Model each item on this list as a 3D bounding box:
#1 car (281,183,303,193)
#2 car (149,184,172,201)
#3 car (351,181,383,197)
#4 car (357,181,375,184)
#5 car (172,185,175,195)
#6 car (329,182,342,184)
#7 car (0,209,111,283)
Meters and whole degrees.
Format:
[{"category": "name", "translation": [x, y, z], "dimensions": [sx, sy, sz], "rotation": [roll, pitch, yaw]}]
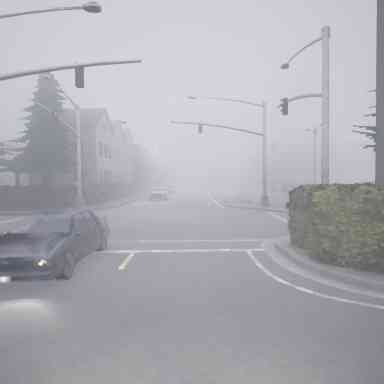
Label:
[{"category": "car", "translation": [15.266, -0.542, 52.112], "dimensions": [2.007, 1.523, 4.514], "rotation": [-1, 2, 0]}, {"category": "car", "translation": [-3.717, 0.140, 37.804], "dimensions": [1.882, 1.535, 5.008], "rotation": [-1, 2, 0]}, {"category": "car", "translation": [22.259, -0.469, 42.135], "dimensions": [1.932, 1.855, 4.605], "rotation": [-1, 2, 0]}, {"category": "car", "translation": [19.015, -0.182, 34.254], "dimensions": [1.905, 1.878, 3.866], "rotation": [-1, 2, 0]}, {"category": "car", "translation": [-3.740, -0.444, 51.037], "dimensions": [2.097, 1.767, 4.553], "rotation": [-1, 2, 0]}, {"category": "car", "translation": [25.304, -1.048, 59.525], "dimensions": [2.152, 1.636, 5.027], "rotation": [-1, 2, 0]}, {"category": "car", "translation": [-3.638, 1.203, 9.047], "dimensions": [2.033, 1.411, 5.357], "rotation": [-1, 2, 0]}]
